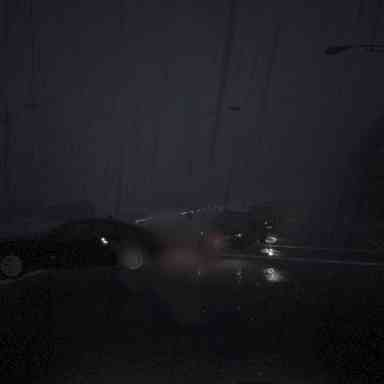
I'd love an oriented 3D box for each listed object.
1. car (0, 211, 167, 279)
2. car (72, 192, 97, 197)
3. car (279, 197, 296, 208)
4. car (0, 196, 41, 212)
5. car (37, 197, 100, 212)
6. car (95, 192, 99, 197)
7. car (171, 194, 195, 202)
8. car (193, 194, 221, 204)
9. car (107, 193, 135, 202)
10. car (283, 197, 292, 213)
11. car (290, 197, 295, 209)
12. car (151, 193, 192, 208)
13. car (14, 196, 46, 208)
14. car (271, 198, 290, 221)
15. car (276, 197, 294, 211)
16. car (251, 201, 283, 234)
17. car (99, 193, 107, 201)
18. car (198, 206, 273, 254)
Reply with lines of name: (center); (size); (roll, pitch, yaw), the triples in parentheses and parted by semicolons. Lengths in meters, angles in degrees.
car: (-3.258, 1.475, 9.836); (5.008, 1.535, 1.882); (0, 0, -15)
car: (-18.298, 1.250, 53.746); (4.514, 1.523, 2.007); (0, 0, 19)
car: (13.687, 1.470, 47.601); (2.128, 1.511, 4.902); (0, 0, 19)
car: (-15.021, 1.356, 29.404); (3.806, 1.475, 1.970); (0, 0, 19)
car: (-8.957, 1.356, 24.191); (3.633, 1.501, 1.845); (0, 0, 19)
car: (-21.647, 1.300, 68.006); (3.806, 1.475, 1.970); (0, 0, 19)
car: (-1.894, 1.259, 68.651); (4.514, 1.523, 2.007); (0, 0, 19)
car: (1.835, 1.127, 56.732); (5.027, 1.636, 2.152); (0, 0, 19)
car: (-13.608, 1.047, 65.308); (4.605, 1.855, 1.932); (0, 0, 19)
car: (7.845, 1.488, 30.447); (1.837, 1.490, 4.892); (0, 0, 19)
car: (9.902, 1.545, 36.480); (1.994, 1.385, 4.181); (0, 0, 19)
car: (-2.836, 1.075, 41.738); (4.605, 1.855, 1.932); (0, 0, 19)
car: (-21.560, 1.274, 44.300); (3.633, 1.501, 1.845); (0, 0, 19)
car: (5.951, 1.476, 24.889); (2.128, 1.511, 4.902); (0, 0, 19)
car: (11.790, 1.485, 42.030); (1.837, 1.490, 4.892); (0, 0, 19)
car: (4.024, 1.490, 19.248); (1.837, 1.490, 4.892); (0, 0, 19)
car: (-19.997, 1.016, 70.956); (3.866, 1.878, 1.905); (0, 0, 19)
car: (1.862, 1.514, 13.846); (1.812, 1.442, 4.674); (0, 0, 25)
